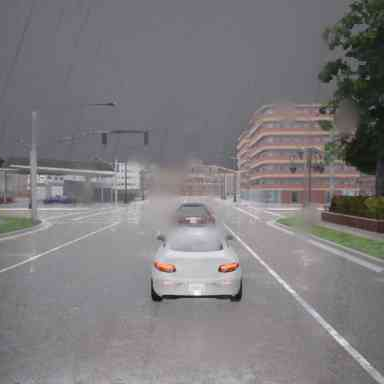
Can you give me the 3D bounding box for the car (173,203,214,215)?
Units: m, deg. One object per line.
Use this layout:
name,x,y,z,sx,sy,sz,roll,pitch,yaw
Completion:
car,0.064,1.352,17.181,2.097,1.767,4.553,0,0,0

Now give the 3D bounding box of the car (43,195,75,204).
car,-23.437,1.295,57.889,4.611,1.667,2.242,0,0,1

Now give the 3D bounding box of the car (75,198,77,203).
car,-24.167,1.456,63.639,3.806,1.475,1.970,0,0,1

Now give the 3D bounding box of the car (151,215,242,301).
car,0.087,1.526,8.188,1.812,1.442,4.674,0,0,0
